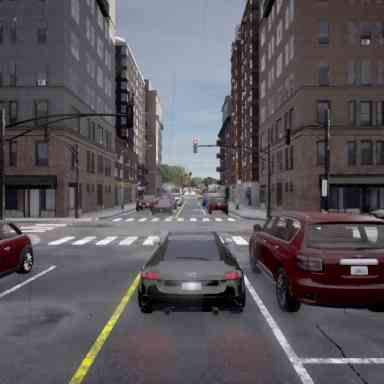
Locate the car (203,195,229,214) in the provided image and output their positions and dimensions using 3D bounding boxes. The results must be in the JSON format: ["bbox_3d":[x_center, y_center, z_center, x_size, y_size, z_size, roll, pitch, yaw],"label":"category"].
[{"bbox_3d":[2.652,1.313,34.673,2.192,1.841,5.009,0,0,0],"label":"car"}]

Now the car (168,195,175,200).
[{"bbox_3d":[-5.526,1.573,89.698,1.802,1.307,4.206,0,0,0],"label":"car"}]

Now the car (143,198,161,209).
[{"bbox_3d":[-5.480,1.562,45.668,1.947,1.339,4.313,0,0,0],"label":"car"}]

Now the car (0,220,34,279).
[{"bbox_3d":[-5.397,1.440,7.605,1.967,1.590,4.097,0,0,0],"label":"car"}]

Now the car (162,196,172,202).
[{"bbox_3d":[-5.509,1.538,73.186,1.887,1.381,4.507,0,0,0],"label":"car"}]

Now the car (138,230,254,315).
[{"bbox_3d":[0.014,1.564,7.640,1.994,1.385,4.181,0,0,1],"label":"car"}]

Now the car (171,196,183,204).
[{"bbox_3d":[-2.847,1.558,63.185,1.994,1.385,4.181,0,0,1],"label":"car"}]

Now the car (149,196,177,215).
[{"bbox_3d":[-2.893,1.475,33.692,1.882,1.535,5.008,0,0,0],"label":"car"}]

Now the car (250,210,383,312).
[{"bbox_3d":[2.628,1.315,7.617,2.192,1.841,5.009,0,0,0],"label":"car"}]

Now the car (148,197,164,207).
[{"bbox_3d":[-5.486,1.547,51.172,2.008,1.369,4.403,0,0,0],"label":"car"}]

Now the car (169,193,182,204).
[{"bbox_3d":[-2.843,1.217,53.126,2.150,2.045,5.566,0,0,1],"label":"car"}]

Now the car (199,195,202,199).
[{"bbox_3d":[2.615,1.311,51.185,2.192,1.841,5.009,0,0,0],"label":"car"}]

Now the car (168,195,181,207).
[{"bbox_3d":[-2.890,1.488,43.247,2.128,1.511,4.902,0,0,0],"label":"car"}]

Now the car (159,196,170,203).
[{"bbox_3d":[-5.503,1.538,67.683,1.887,1.381,4.507,0,0,0],"label":"car"}]

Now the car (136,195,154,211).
[{"bbox_3d":[-5.475,1.312,40.164,2.192,1.841,5.009,0,0,0],"label":"car"}]
